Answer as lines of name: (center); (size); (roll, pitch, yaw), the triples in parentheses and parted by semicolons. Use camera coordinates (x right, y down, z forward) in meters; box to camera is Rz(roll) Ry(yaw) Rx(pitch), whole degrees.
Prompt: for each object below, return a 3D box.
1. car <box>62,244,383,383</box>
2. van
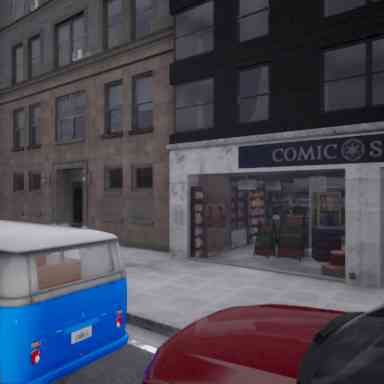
car: (1.899, 1.315, 1.456); (5.009, 1.841, 2.192); (0, 0, 36)
van: (-2.723, 1.339, 4.755); (3.998, 1.788, 1.690); (0, 0, 36)
